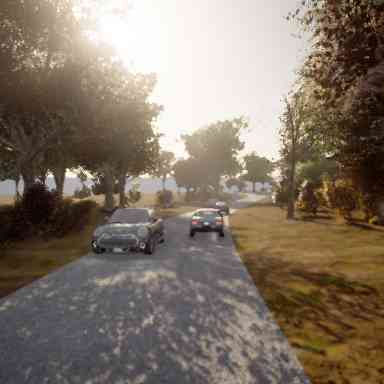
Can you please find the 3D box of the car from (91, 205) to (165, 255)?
[{"bbox_3d":[-2.375,1.385,13.443,2.097,1.767,4.553,0,0,3],"label":"car"}]

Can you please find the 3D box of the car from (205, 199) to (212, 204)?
[{"bbox_3d":[3.315,1.931,54.478,2.097,1.767,4.553,1,0,13],"label":"car"}]

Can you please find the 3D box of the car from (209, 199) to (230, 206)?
[{"bbox_3d":[3.576,1.935,40.568,1.812,1.442,4.674,0,-1,9],"label":"car"}]

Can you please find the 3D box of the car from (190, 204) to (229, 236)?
[{"bbox_3d":[0.920,1.636,19.020,2.033,1.411,5.357,0,-1,5],"label":"car"}]
